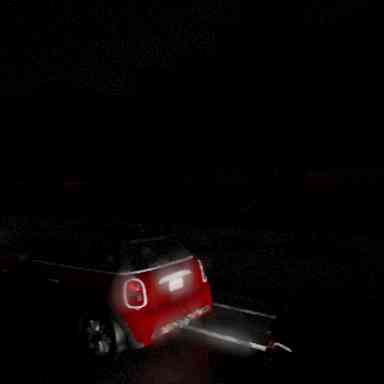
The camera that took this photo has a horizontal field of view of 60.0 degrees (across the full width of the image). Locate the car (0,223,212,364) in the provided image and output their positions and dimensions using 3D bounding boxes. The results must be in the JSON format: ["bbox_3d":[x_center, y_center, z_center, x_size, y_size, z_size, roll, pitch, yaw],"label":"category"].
[{"bbox_3d":[-1.961,1.406,6.162,4.553,1.767,2.097,-1,0,36],"label":"car"}]

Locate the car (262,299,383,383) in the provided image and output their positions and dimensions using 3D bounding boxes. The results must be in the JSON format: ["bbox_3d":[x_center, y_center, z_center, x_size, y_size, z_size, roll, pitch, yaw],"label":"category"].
[{"bbox_3d":[2.900,1.519,2.690,4.674,1.442,1.812,-1,0,36],"label":"car"}]
